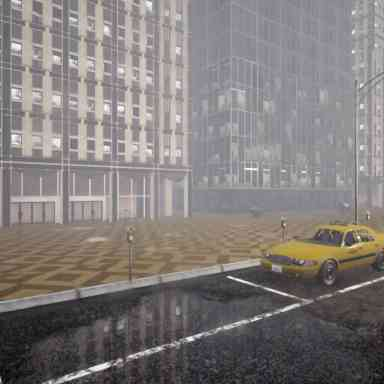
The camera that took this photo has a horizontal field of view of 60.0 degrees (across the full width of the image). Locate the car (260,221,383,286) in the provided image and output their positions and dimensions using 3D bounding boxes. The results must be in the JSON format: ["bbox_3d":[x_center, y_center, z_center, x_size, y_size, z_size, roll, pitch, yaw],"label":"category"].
[{"bbox_3d":[4.002,1.526,9.431,4.829,1.417,1.752,0,0,-36],"label":"car"}]
